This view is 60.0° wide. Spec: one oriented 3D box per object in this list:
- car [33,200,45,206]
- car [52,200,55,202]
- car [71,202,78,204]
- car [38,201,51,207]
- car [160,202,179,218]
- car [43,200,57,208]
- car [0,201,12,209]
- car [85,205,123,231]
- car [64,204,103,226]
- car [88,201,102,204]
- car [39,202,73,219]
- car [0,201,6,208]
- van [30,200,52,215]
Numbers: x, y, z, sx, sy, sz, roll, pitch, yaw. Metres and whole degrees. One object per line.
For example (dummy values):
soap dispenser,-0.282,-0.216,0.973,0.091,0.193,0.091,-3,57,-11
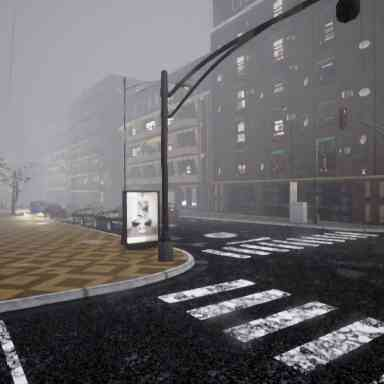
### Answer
car,-37.797,2.795,82.275,1.887,1.381,4.507,-2,0,-36
car,-25.325,2.469,60.621,1.994,1.385,4.181,-1,-1,-36
car,-21.480,2.423,59.710,1.802,1.307,4.206,-2,0,-36
car,-34.533,2.734,77.762,1.947,1.339,4.313,-2,0,-36
car,-3.110,1.823,34.520,1.967,1.590,4.097,-2,0,-36
car,-31.274,2.526,73.249,1.967,1.590,4.097,-2,0,-36
car,-38.062,2.702,68.340,2.008,1.369,4.403,-2,0,-36
car,-5.534,1.887,23.133,2.008,1.369,4.403,-2,0,-36
car,-8.797,1.968,27.646,2.008,1.369,4.403,-2,0,-36
car,-14.954,2.117,50.687,1.967,1.590,4.097,-2,0,-36
car,-14.871,2.114,36.124,1.887,1.381,4.507,-2,0,-36
car,-44.588,2.860,77.366,1.887,1.381,4.507,-2,0,-36
van,-19.788,2.034,43.013,1.690,1.788,3.998,-2,0,-36
